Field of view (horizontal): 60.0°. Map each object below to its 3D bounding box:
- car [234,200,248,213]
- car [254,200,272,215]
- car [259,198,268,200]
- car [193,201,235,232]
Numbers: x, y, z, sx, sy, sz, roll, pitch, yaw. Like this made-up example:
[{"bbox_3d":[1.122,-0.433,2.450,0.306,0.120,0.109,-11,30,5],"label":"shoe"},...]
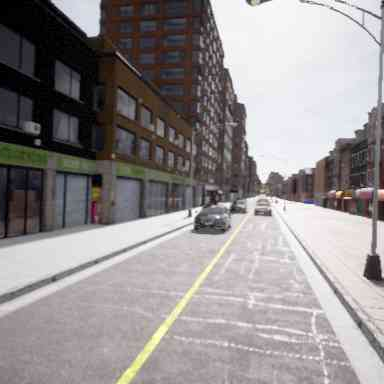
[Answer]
[{"bbox_3d":[5.619,1.747,39.836,1.837,1.490,4.892,2,0,12],"label":"car"},{"bbox_3d":[8.079,1.893,37.758,1.895,1.301,4.718,2,0,12],"label":"car"},{"bbox_3d":[10.643,1.750,49.560,2.097,1.767,4.553,2,0,12],"label":"car"},{"bbox_3d":[1.364,1.539,20.646,1.837,1.490,4.892,2,0,12],"label":"car"}]
